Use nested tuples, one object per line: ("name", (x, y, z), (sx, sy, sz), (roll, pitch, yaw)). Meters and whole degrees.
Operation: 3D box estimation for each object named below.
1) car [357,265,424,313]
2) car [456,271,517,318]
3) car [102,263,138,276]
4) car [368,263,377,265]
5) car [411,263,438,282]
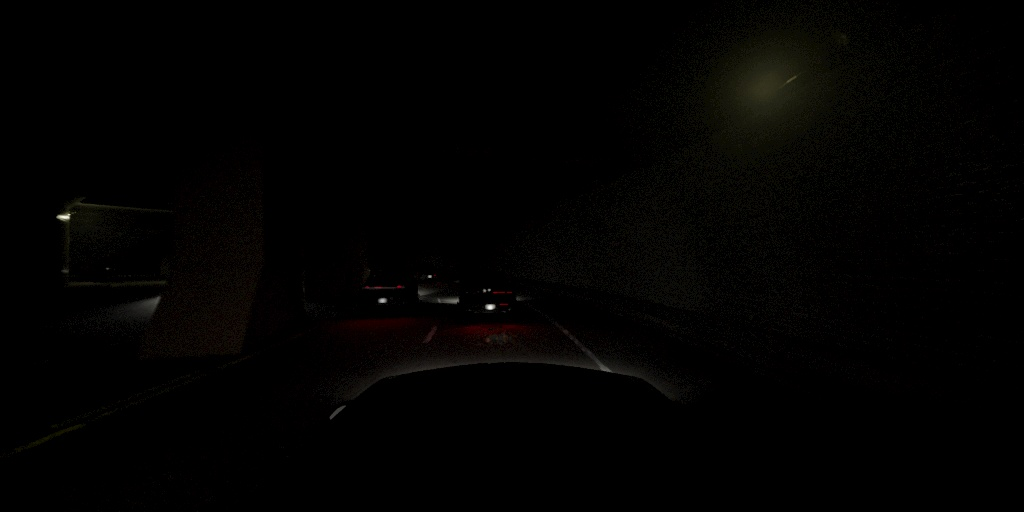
("car", (-4.821, 1.289, 14.380), (2.128, 1.511, 4.902), (0, 0, -12))
("car", (-1.023, 1.281, 13.136), (1.837, 1.490, 4.892), (0, 0, -9))
("car", (-47.450, 1.566, 43.368), (4.892, 1.490, 1.837), (0, 0, 23))
("car", (-12.552, 1.357, 30.707), (2.128, 1.511, 4.902), (0, 0, -37))
("car", (-7.669, 1.344, 29.875), (1.837, 1.490, 4.892), (0, -1, -32))
